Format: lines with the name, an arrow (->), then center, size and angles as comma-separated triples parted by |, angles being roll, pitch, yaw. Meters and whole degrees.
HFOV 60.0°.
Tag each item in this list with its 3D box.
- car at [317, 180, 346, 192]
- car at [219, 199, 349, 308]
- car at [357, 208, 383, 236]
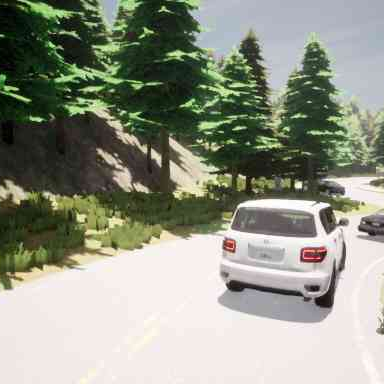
car -> 16.068, -0.564, 38.900 | 1.882, 1.535, 5.008 | -1, 5, -2
car -> 2.550, 1.197, 8.351 | 2.150, 2.045, 5.566 | 3, 2, 27
car -> 10.129, 1.408, 15.798 | 5.357, 1.411, 2.033 | -1, 5, -32
